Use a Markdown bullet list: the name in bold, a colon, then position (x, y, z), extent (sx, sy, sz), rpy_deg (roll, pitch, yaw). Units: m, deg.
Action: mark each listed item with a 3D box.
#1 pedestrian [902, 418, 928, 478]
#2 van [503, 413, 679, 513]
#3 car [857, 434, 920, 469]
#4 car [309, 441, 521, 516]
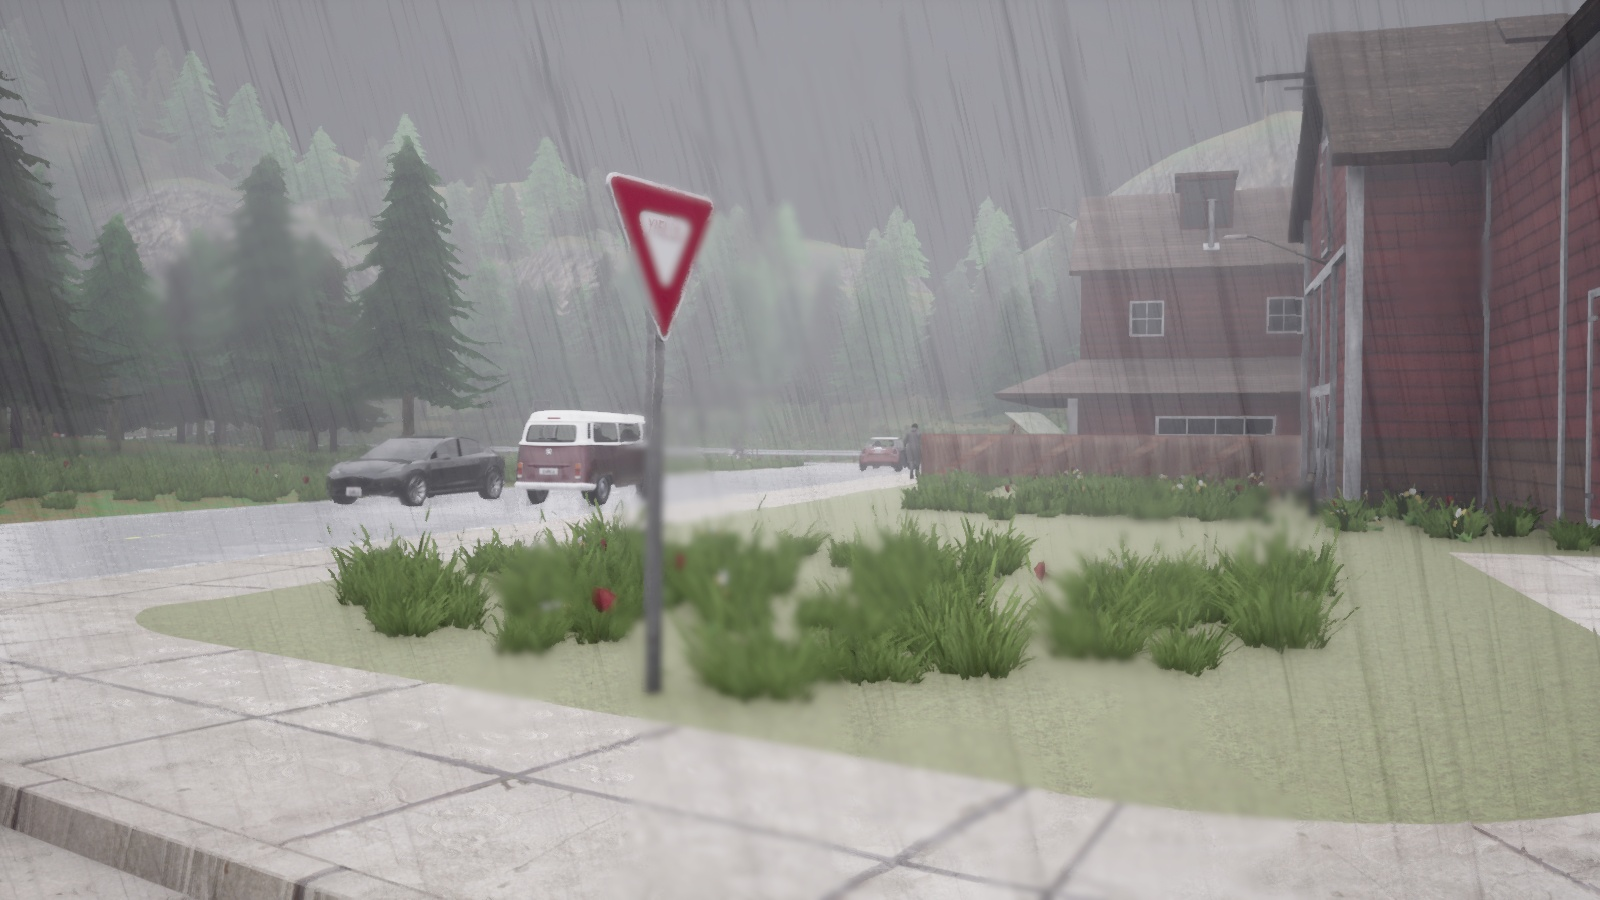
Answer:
- **pedestrian**: position (3.770, -0.071, 41.107), extent (0.659, 1.952, 0.873), rpy_deg (0, 1, 17)
- **van**: position (-4.579, 0.242, 28.264), extent (2.069, 2.038, 4.480), rpy_deg (0, 1, 17)
- **car**: position (3.944, 0.065, 55.463), extent (1.970, 1.475, 3.806), rpy_deg (0, 1, 17)
- **car**: position (-8.373, 0.565, 27.857), extent (2.163, 1.488, 4.792), rpy_deg (0, 1, 17)
